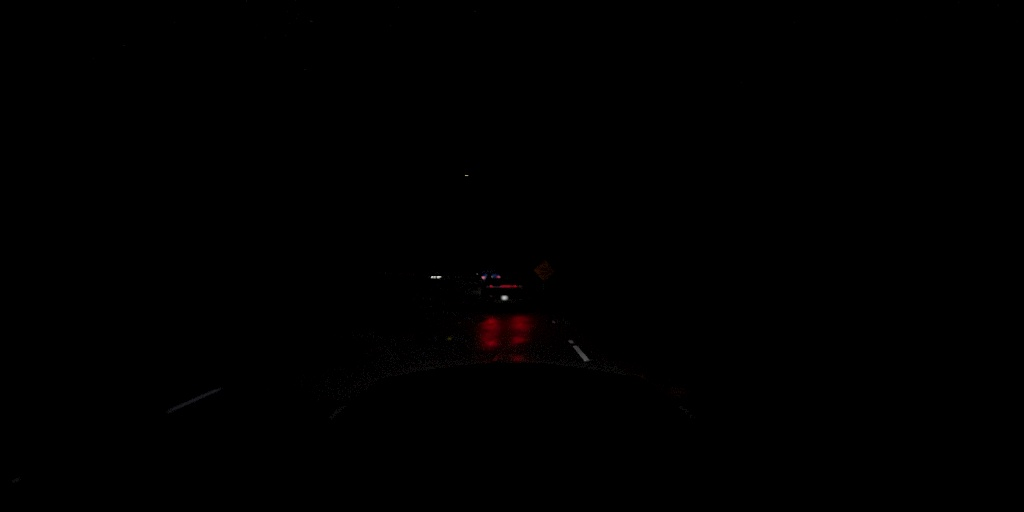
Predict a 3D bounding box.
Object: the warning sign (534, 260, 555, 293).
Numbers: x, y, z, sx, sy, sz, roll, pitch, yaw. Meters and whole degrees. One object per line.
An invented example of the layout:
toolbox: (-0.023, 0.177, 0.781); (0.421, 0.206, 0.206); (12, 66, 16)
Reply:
warning sign: (1.825, 1.144, 21.093); (1.300, 1.860, 1.060); (0, 0, -5)

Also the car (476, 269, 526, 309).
car: (-0.452, 1.443, 16.272); (2.128, 1.511, 4.902); (0, -1, -4)

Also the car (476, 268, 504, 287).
car: (-2.010, 1.819, 31.006); (2.033, 1.411, 5.357); (0, -1, -8)
